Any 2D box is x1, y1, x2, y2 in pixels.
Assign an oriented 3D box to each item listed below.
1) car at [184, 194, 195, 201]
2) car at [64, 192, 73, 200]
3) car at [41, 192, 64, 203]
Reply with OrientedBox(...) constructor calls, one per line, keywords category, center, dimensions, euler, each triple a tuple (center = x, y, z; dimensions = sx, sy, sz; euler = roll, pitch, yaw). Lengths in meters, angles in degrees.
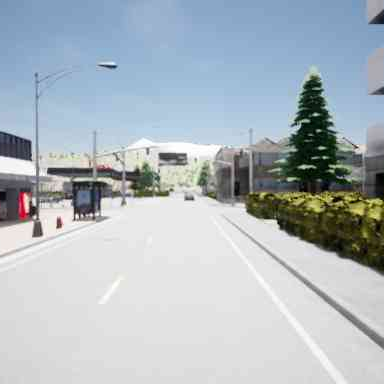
OrientedBox(category="car", center=(-0.479, 1.033, 63.120), dimensions=(1.994, 1.385, 4.181), euler=(0, 0, 0))
OrientedBox(category="car", center=(-26.435, 0.826, 71.298), dimensions=(1.932, 1.855, 4.605), euler=(0, 0, -1))
OrientedBox(category="car", center=(-22.978, 1.087, 54.275), dimensions=(1.970, 1.475, 3.806), euler=(0, 0, -1))
